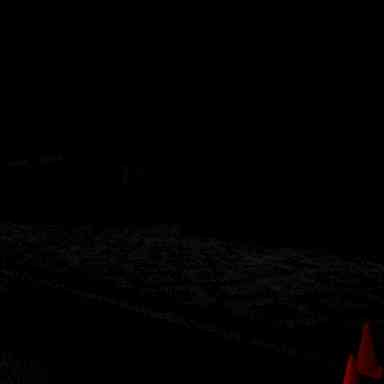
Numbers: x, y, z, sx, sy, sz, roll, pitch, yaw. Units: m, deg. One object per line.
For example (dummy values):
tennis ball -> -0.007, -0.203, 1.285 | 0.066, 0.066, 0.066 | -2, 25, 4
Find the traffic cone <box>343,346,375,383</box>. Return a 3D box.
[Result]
traffic cone -> 1.634, 1.958, 3.402 | 0.340, 0.580, 0.340 | 0, 0, 35

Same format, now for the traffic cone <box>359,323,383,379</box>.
traffic cone -> 2.213, 1.959, 4.219 | 0.340, 0.580, 0.340 | 0, 0, 35
